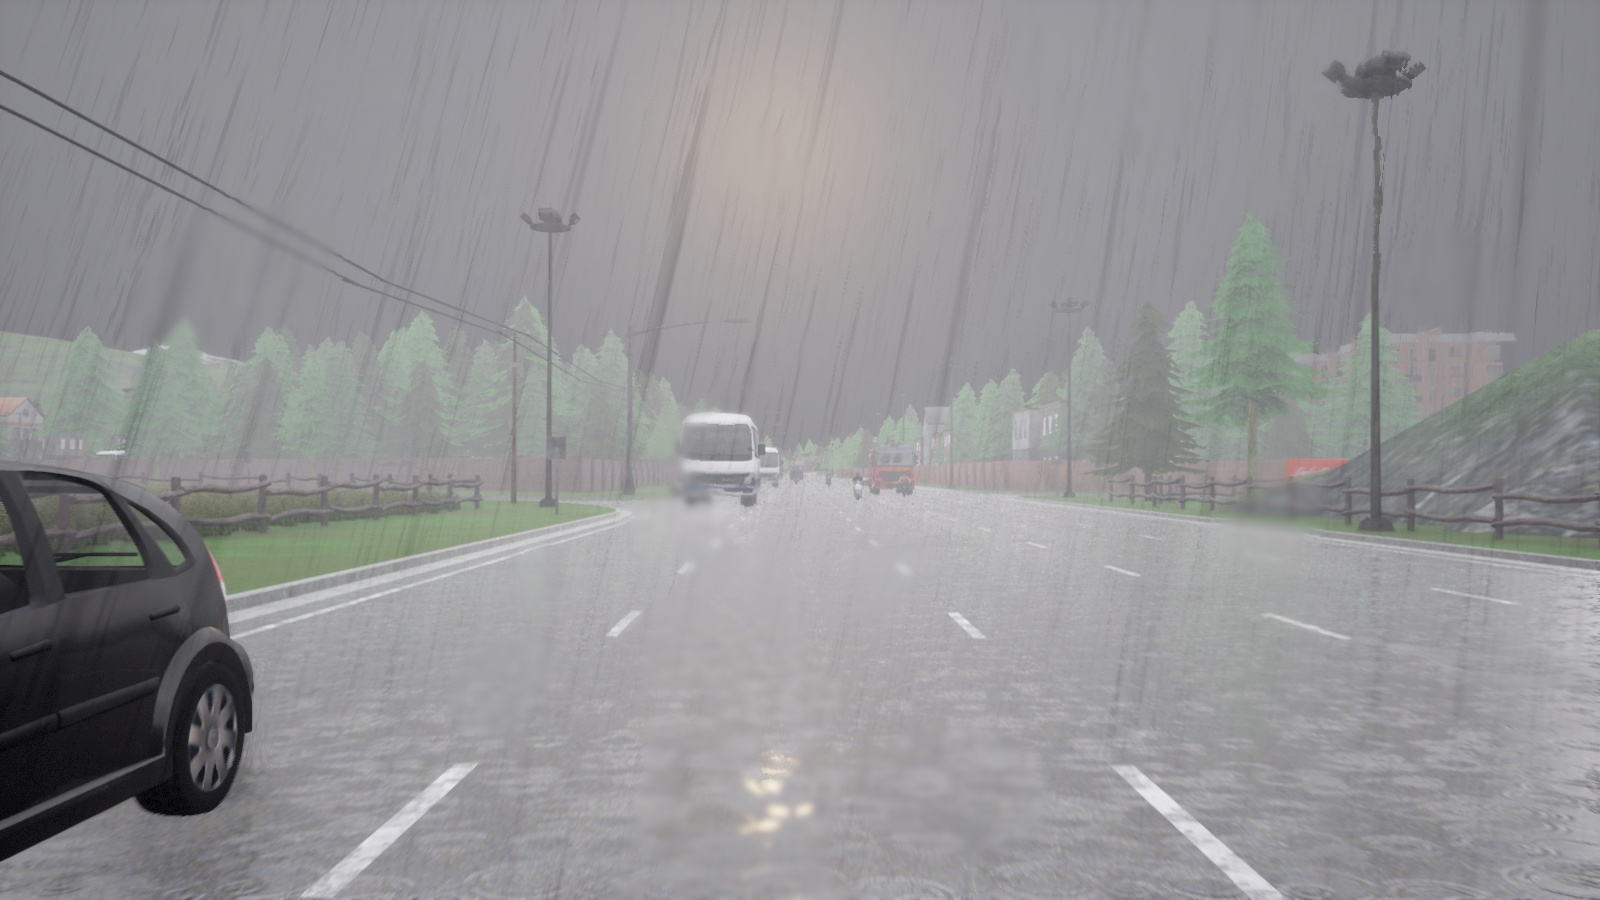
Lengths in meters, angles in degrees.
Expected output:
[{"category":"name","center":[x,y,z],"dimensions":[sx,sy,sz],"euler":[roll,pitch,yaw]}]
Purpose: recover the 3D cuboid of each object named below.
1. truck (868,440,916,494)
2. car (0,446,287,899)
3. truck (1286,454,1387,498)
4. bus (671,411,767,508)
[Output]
[{"category":"truck","center":[6.765,1.273,93.435],"dimensions":[2.891,3.827,8.468],"euler":[0,-1,0]},{"category":"car","center":[-3.512,0.805,4.338],"dimensions":[1.851,1.617,3.988],"euler":[0,-1,0]},{"category":"truck","center":[30.879,1.480,72.248],"dimensions":[5.204,2.467,2.627],"euler":[-1,-1,25]},{"category":"bus","center":[-3.653,0.513,60.002],"dimensions":[3.944,4.253,10.273],"euler":[0,-1,0]}]
